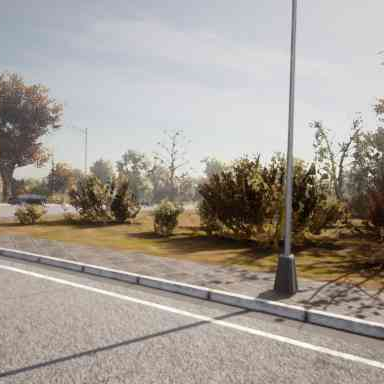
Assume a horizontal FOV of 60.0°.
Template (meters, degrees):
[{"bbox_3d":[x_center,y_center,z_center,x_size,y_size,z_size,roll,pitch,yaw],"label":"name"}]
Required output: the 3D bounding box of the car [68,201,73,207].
[{"bbox_3d":[-14.737,1.431,46.097,2.033,1.411,5.357,2,-2,20],"label":"car"}]

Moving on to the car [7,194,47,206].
[{"bbox_3d":[-20.247,0.981,41.091,1.882,1.535,5.008,2,-2,20],"label":"car"}]

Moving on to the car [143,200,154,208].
[{"bbox_3d":[-8.852,2.229,62.228,1.895,1.301,4.718,2,-2,20],"label":"car"}]
